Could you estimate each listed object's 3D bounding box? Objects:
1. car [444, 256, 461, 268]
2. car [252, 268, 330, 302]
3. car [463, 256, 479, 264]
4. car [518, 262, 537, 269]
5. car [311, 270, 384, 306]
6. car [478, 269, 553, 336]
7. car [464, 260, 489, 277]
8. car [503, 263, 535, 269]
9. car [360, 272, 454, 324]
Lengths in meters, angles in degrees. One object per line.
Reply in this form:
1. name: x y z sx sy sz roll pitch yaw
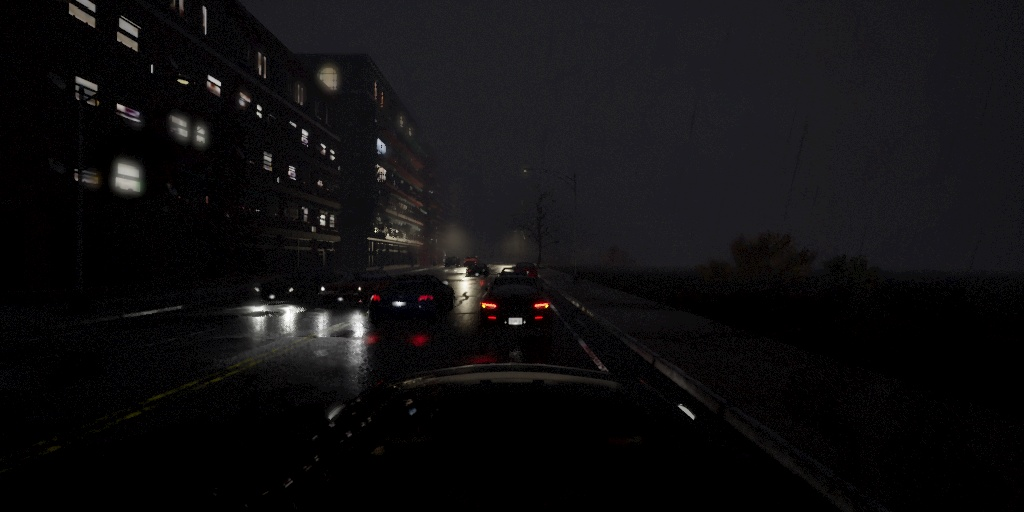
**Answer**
1. car: -9.956 0.976 60.245 2.150 2.045 5.566 0 0 0
2. car: -9.884 1.300 17.427 2.033 1.411 5.357 0 0 0
3. car: -6.707 0.976 59.839 2.150 2.045 5.566 0 0 0
4. car: 1.075 1.232 29.945 1.882 1.535 5.008 0 0 0
5. car: -6.630 1.353 16.053 1.895 1.301 4.718 0 0 0
6. car: 0.073 1.277 10.250 1.812 1.442 4.674 0 0 0
7. car: -3.224 1.355 35.105 1.895 1.301 4.718 0 0 0
8. car: 0.060 1.317 20.417 1.994 1.385 4.181 0 0 0
9. car: -3.174 1.315 12.054 1.994 1.385 4.181 0 0 0
